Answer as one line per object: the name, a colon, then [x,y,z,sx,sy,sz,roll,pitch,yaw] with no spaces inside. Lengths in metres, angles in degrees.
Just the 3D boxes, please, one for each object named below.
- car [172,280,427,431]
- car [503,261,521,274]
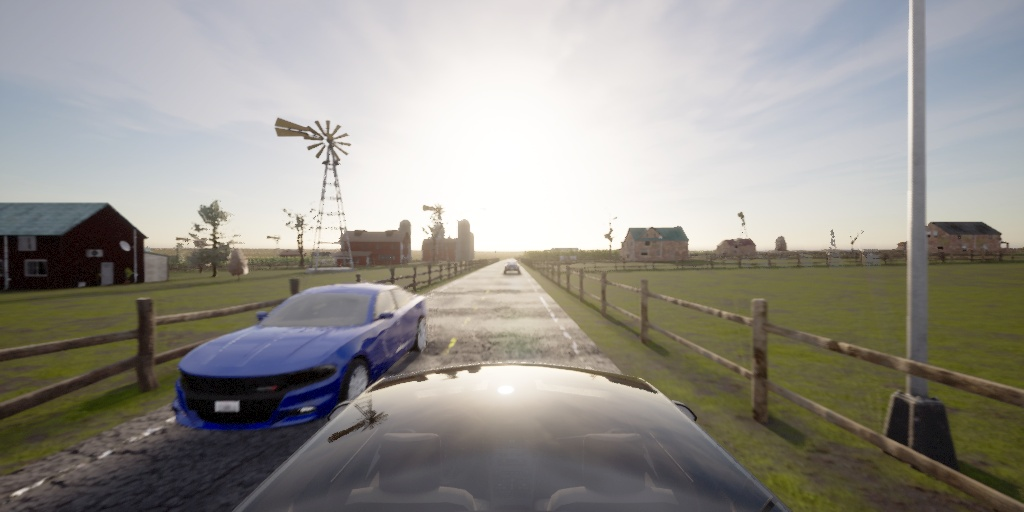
car: [-2.830,1.224,6.072,1.882,1.535,5.008,0,0,0]
car: [0.011,1.269,41.915,1.812,1.442,4.674,0,0,0]
